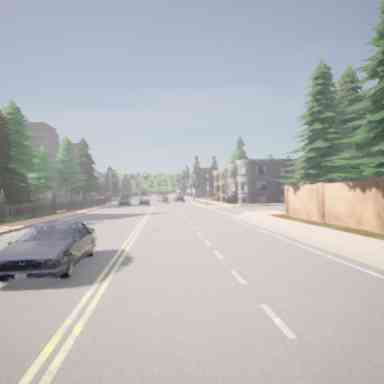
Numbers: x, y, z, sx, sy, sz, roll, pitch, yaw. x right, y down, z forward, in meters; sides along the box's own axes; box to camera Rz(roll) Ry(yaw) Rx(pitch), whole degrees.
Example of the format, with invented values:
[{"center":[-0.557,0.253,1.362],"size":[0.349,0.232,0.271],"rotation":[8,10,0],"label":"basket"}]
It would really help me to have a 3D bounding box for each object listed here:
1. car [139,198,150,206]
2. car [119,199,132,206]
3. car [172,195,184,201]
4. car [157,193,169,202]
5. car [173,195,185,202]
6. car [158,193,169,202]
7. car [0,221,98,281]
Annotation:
[{"center":[-8.623,1.819,60.458],"size":[1.895,1.301,4.718],"rotation":[-2,0,-4],"label":"car"},{"center":[-12.104,1.911,60.139],"size":[1.895,1.301,4.718],"rotation":[-2,0,-4],"label":"car"},{"center":[-3.334,1.414,81.488],"size":[1.812,1.442,4.674],"rotation":[-2,0,13],"label":"car"},{"center":[-7.009,1.369,81.181],"size":[2.150,2.045,5.566],"rotation":[-2,0,-12],"label":"car"},{"center":[-2.628,1.437,72.466],"size":[1.837,1.490,4.892],"rotation":[-2,0,-5],"label":"car"},{"center":[-6.070,1.427,71.634],"size":[1.882,1.535,5.008],"rotation":[-2,0,-5],"label":"car"},{"center":[-4.340,1.660,10.632],"size":[2.033,1.411,5.357],"rotation":[-2,0,-5],"label":"car"}]
